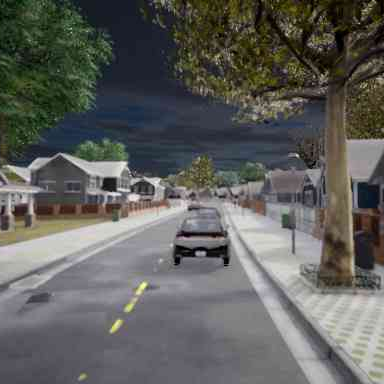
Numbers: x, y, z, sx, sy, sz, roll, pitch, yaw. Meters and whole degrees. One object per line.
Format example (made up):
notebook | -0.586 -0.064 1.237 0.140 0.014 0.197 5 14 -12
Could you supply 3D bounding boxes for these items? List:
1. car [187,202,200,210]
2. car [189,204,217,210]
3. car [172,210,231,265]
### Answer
car | 0.375 2.187 48.806 2.033 1.411 5.357 0 -1 5
car | 1.226 1.853 25.053 2.033 1.411 5.357 0 -1 5
car | 0.393 1.637 12.202 2.128 1.511 4.902 0 -1 3
